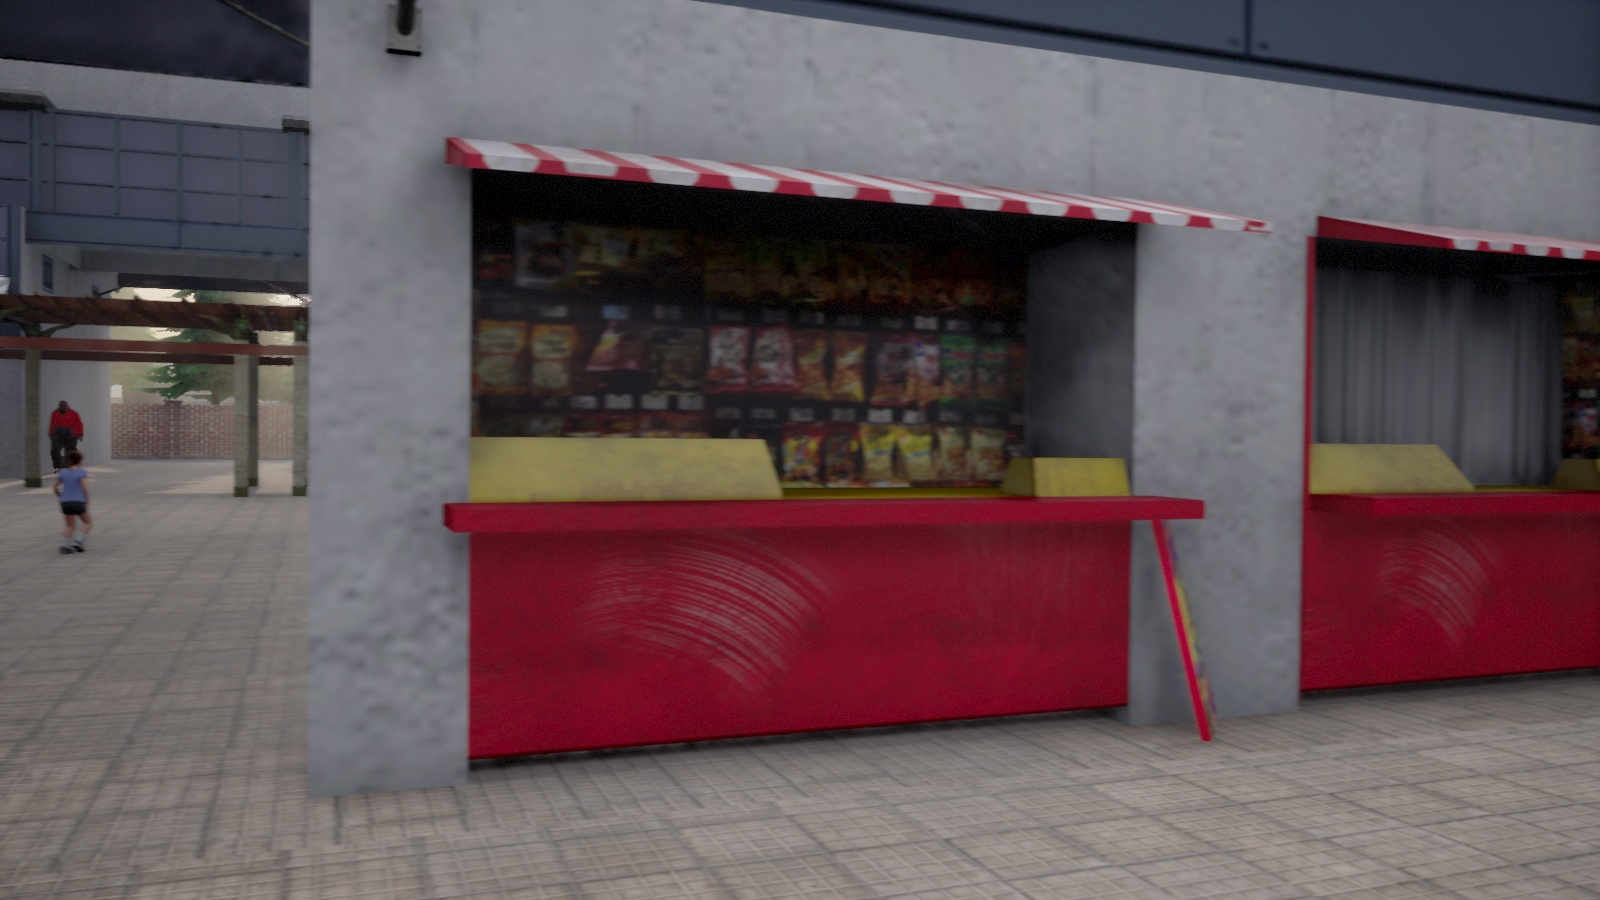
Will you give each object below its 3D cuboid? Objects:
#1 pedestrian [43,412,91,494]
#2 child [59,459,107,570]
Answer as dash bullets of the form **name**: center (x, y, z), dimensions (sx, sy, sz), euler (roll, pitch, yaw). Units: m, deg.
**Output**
- **pedestrian**: center (-16.867, 0.068, 28.911), dimensions (0.634, 1.844, 0.899), euler (-1, 1, -10)
- **child**: center (-7.356, 0.649, 12.889), dimensions (0.255, 1.110, 0.394), euler (-1, 1, -3)
